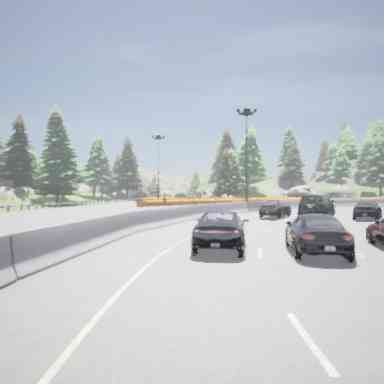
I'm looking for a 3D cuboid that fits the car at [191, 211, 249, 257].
[{"bbox_3d":[1.173,1.496,13.101,2.128,1.511,4.902,0,0,10],"label":"car"}]

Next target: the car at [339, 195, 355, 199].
[{"bbox_3d":[28.831,1.364,63.423,5.008,1.535,1.882,-1,0,-21],"label":"car"}]

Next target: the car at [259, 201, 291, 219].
[{"bbox_3d":[7.395,1.495,29.254,2.128,1.511,4.902,0,0,30],"label":"car"}]

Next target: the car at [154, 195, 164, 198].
[{"bbox_3d":[-8.469,1.548,85.447,2.128,1.511,4.902,0,0,13],"label":"car"}]

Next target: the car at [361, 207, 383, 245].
[{"bbox_3d":[8.196,1.529,12.638,1.812,1.442,4.674,0,0,12],"label":"car"}]

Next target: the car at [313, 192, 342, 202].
[{"bbox_3d":[28.794,1.093,70.749,5.566,2.045,2.150,-1,0,-18],"label":"car"}]

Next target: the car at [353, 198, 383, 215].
[{"bbox_3d":[14.683,1.509,27.714,1.837,1.490,4.892,-1,0,34],"label":"car"}]

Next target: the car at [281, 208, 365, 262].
[{"bbox_3d":[4.525,1.529,12.176,1.812,1.442,4.674,0,0,10],"label":"car"}]

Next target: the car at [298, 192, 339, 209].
[{"bbox_3d":[10.411,1.227,27.656,2.150,2.045,5.566,0,0,31],"label":"car"}]

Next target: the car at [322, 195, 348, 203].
[{"bbox_3d":[28.824,1.400,67.107,4.674,1.442,1.812,-1,0,-18],"label":"car"}]
